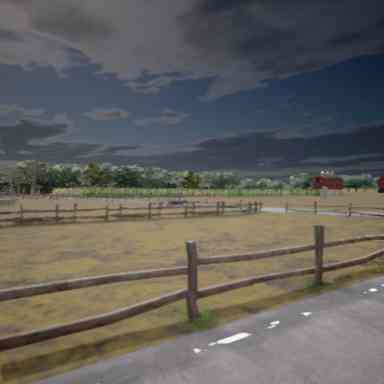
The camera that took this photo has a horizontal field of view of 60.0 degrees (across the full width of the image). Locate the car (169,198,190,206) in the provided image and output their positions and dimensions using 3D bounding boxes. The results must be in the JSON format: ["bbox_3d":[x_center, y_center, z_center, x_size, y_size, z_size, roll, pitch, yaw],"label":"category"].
[{"bbox_3d":[-2.465,1.736,61.556,2.033,1.411,5.357,-1,1,-35],"label":"car"}]
